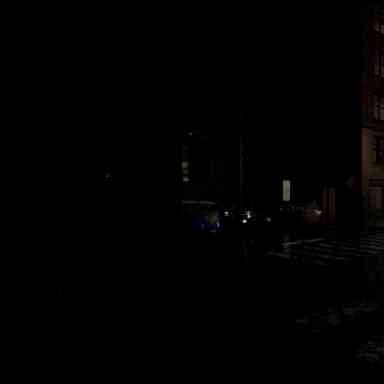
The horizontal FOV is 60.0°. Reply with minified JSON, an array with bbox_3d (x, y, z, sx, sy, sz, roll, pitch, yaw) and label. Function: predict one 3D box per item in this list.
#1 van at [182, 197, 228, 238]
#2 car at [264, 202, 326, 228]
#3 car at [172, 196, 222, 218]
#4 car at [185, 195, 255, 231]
[{"bbox_3d":[-0.189,1.340,17.483,1.690,1.788,3.998,0,0,-35],"label":"van"},{"bbox_3d":[6.782,1.423,22.392,1.967,1.590,4.097,0,0,-35],"label":"car"},{"bbox_3d":[0.370,1.292,31.538,2.192,1.841,5.009,0,0,-35],"label":"car"},{"bbox_3d":[1.321,1.215,20.172,2.150,2.045,5.566,0,0,-33],"label":"car"}]
